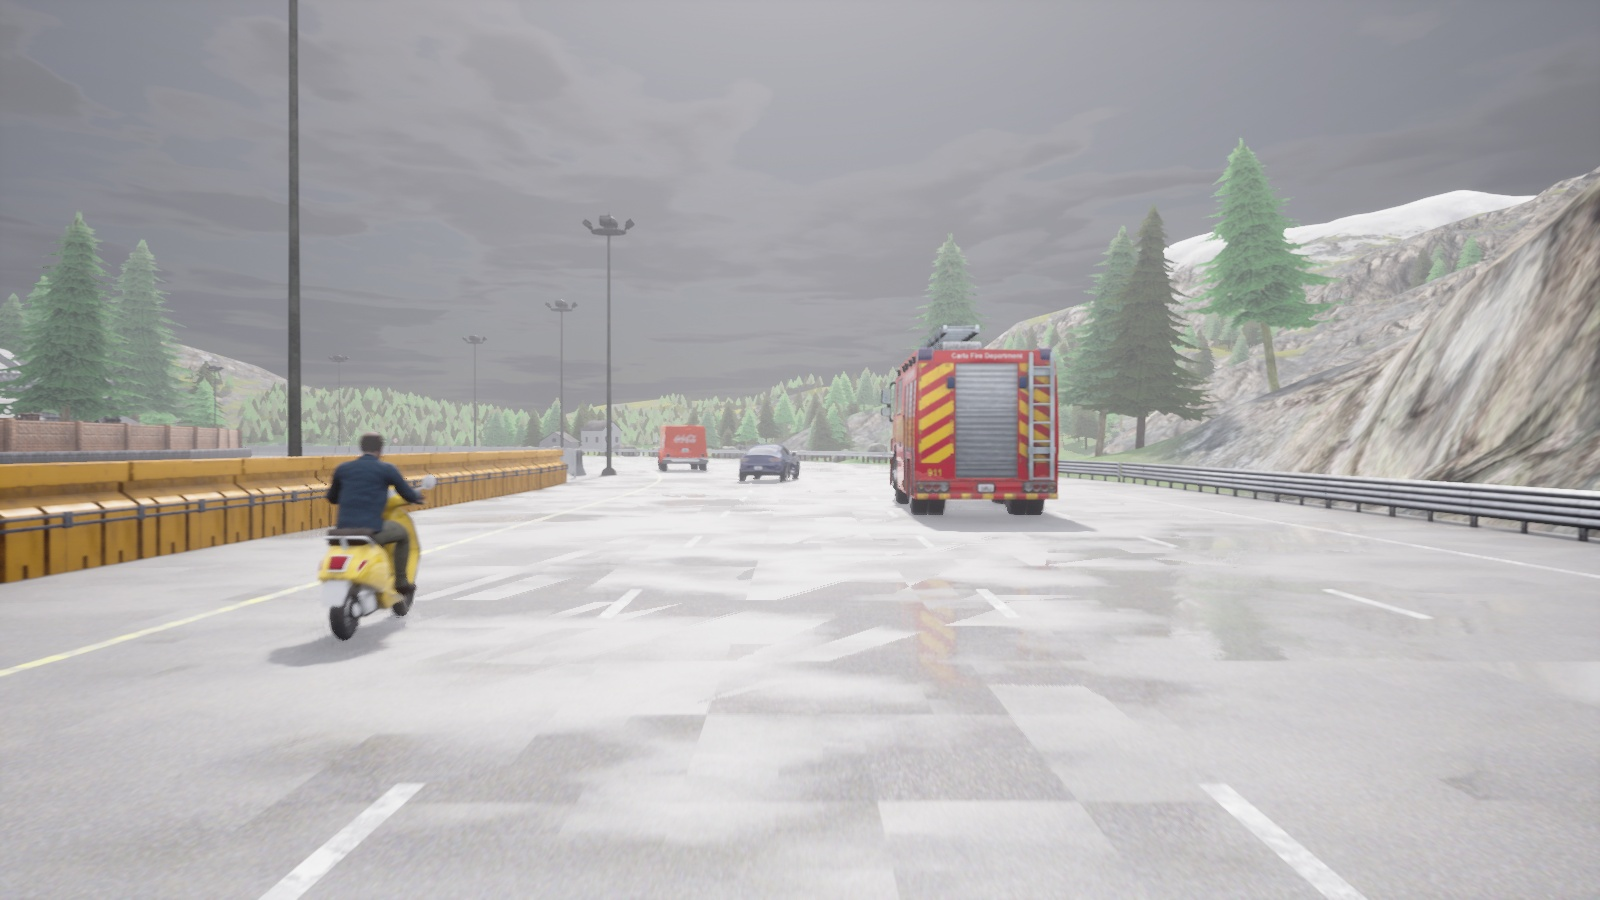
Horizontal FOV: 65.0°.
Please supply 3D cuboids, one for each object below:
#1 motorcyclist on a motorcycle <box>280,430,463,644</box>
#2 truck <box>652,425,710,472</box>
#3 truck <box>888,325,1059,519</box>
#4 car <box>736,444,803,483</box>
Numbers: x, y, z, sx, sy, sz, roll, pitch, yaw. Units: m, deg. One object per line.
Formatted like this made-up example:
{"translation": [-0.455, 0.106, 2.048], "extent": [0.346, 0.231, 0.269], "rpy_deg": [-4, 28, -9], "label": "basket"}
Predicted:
{"translation": [-3.425, 0.639, 10.230], "extent": [0.866, 1.590, 1.817], "rpy_deg": [0, 0, 0], "label": "motorcyclist on a motorcycle"}
{"translation": [-6.581, -0.129, 68.762], "extent": [2.627, 2.467, 5.204], "rpy_deg": [0, 1, -11], "label": "truck"}
{"translation": [3.702, -0.578, 28.933], "extent": [2.891, 3.827, 8.468], "rpy_deg": [0, 0, 1], "label": "truck"}
{"translation": [-1.158, 0.491, 49.663], "extent": [1.812, 1.442, 4.674], "rpy_deg": [0, 0, 9], "label": "car"}
